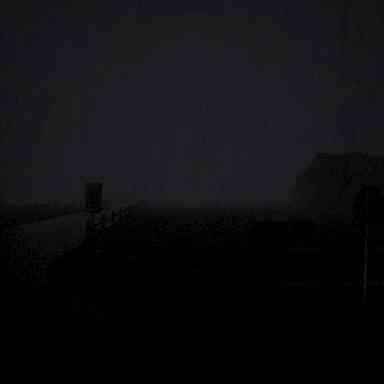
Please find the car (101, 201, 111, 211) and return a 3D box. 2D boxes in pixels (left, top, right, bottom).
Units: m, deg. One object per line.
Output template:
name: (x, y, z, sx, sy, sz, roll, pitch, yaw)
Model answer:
car: (-13.690, 2.104, 51.507, 2.033, 1.411, 5.357, 1, -1, -6)
